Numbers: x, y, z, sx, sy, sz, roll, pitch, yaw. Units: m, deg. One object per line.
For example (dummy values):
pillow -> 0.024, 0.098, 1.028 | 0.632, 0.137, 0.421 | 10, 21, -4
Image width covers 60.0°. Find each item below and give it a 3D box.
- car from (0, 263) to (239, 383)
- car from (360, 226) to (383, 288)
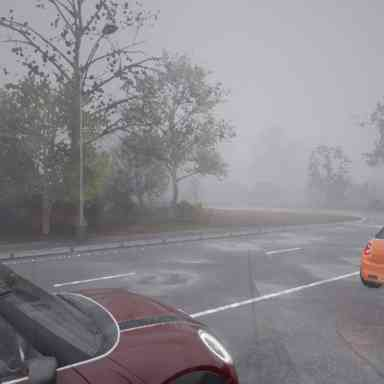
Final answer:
car -> -1.777, 1.352, 2.444 | 4.553, 1.767, 2.097 | 0, 0, -36
car -> 6.089, 1.352, 7.997 | 4.553, 1.767, 2.097 | 0, 0, -35
